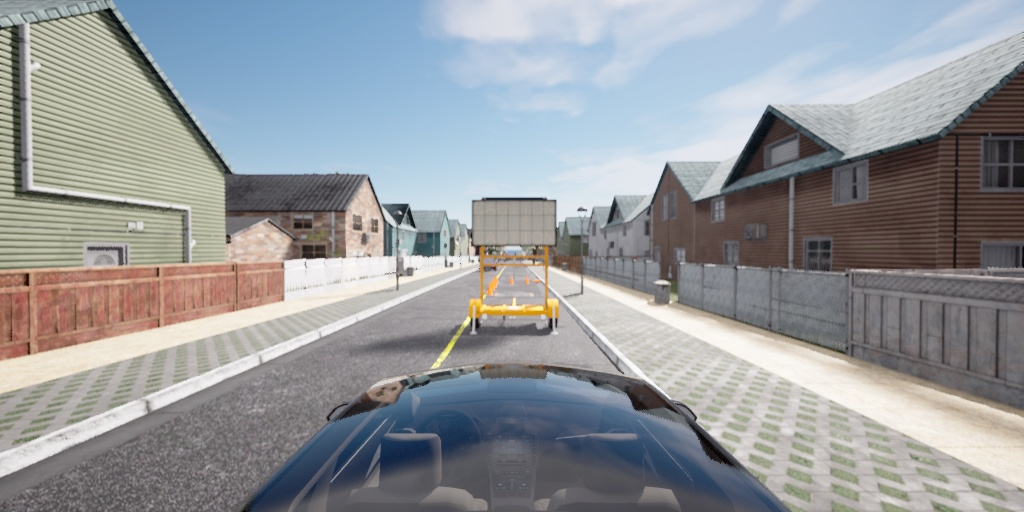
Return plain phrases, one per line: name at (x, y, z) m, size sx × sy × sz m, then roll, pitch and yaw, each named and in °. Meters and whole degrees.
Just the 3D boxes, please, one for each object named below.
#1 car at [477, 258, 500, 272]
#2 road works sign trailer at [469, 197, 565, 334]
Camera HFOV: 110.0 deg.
car at (-2.607, 0.987, 39.661) m, size 1.812 × 1.442 × 4.674 m, roll 0°, pitch 0°, yaw 0°
road works sign trailer at (0.063, 0.133, 10.279) m, size 2.380 × 3.560 × 2.880 m, roll 0°, pitch 0°, yaw 1°
